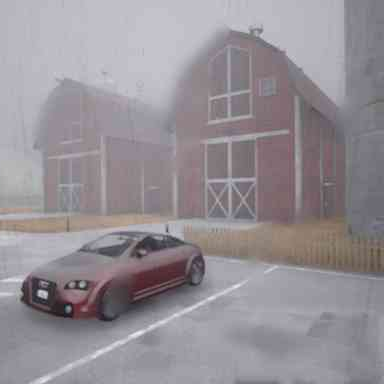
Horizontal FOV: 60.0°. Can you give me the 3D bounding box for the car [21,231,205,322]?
[{"bbox_3d":[-1.472,1.600,7.445,1.994,1.381,4.181,-1,0,35],"label":"car"}]
